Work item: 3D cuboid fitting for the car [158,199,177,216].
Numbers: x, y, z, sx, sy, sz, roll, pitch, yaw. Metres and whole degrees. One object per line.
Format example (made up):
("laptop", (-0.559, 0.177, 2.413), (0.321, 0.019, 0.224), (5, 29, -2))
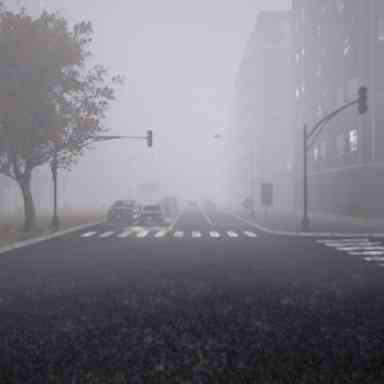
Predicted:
("car", (-3.087, 1.852, 36.949), (2.128, 1.511, 4.902), (0, -1, 0))

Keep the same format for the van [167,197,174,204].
("van", (-5.672, 2.251, 88.849), (1.690, 1.788, 3.998), (0, -1, 0))

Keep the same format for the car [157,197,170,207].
("car", (-5.677, 1.983, 66.759), (2.192, 1.841, 5.009), (0, -1, 0))

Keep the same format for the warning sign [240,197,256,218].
("warning sign", (5.076, 1.409, 30.225), (1.300, 1.860, 1.060), (0, -1, 0))

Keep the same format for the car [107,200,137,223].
("car", (-5.686, 1.587, 28.101), (2.192, 1.841, 5.009), (0, -1, 0))

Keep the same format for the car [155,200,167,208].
("car", (-5.678, 2.175, 61.235), (1.947, 1.339, 4.313), (0, -1, 0))

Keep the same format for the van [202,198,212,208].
("van", (2.703, 1.950, 61.235), (1.690, 1.788, 3.998), (0, -1, 0))

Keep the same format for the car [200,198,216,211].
("car", (2.701, 2.059, 50.187), (1.947, 1.339, 4.313), (0, -1, 0))

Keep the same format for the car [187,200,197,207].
("car", (0.016, 2.278, 67.700), (1.895, 1.301, 4.718), (0, -1, 0))

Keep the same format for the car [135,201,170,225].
("car", (-3.093, 1.764, 26.743), (1.837, 1.490, 4.892), (0, -1, 0))

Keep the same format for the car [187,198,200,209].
("car", (0.104, 2.112, 57.024), (2.033, 1.411, 5.357), (0, -1, 0))

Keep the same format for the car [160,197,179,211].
("car", (-3.074, 1.688, 47.530), (2.150, 2.045, 5.566), (0, -1, -1))

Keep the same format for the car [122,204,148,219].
("car", (-5.684, 1.893, 33.622), (1.947, 1.339, 4.313), (0, -1, 0))

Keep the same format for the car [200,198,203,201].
("car", (2.702, 2.078, 55.880), (1.752, 1.417, 4.829), (0, -1, 0))

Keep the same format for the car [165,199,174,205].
("car", (-5.673, 2.400, 83.325), (2.008, 1.369, 4.403), (0, -1, 0))
